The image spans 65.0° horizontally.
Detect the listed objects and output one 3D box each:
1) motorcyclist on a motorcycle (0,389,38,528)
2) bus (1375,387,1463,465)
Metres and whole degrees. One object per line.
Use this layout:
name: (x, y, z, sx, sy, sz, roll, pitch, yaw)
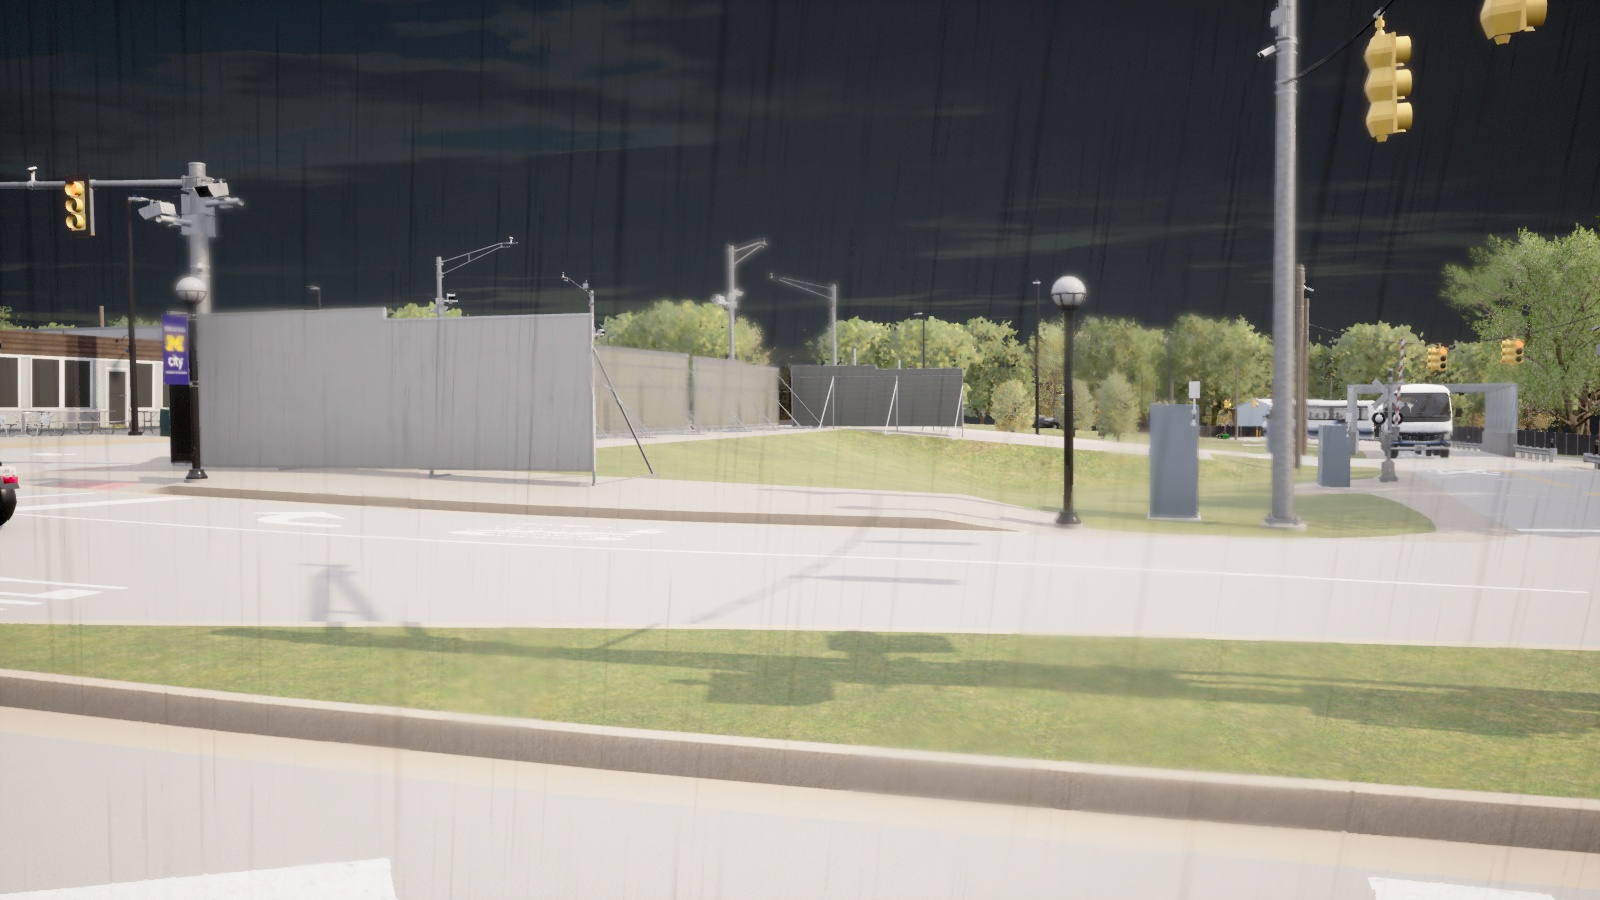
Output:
motorcyclist on a motorcycle: (-10.607, 0.053, 15.368, 2.350, 1.649, 0.766, 2, 2, 15)
bus: (36.213, -1.412, 73.814, 3.944, 4.253, 10.273, 1, 1, 23)
